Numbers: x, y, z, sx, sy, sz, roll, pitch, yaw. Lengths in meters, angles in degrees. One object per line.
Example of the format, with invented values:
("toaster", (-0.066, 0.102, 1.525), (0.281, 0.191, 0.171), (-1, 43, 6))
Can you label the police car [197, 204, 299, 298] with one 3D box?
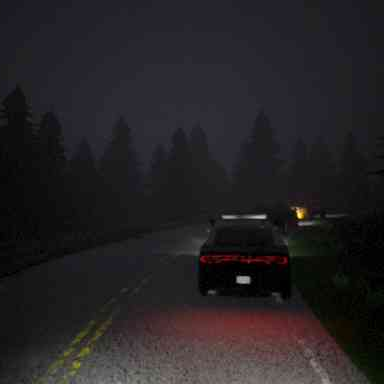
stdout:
("police car", (1.339, 1.333, 8.518), (1.930, 1.638, 5.238), (-1, 1, 9))

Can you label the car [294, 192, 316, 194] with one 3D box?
("car", (10.128, 1.031, 30.288), (5.566, 2.045, 2.150), (1, -4, -36))

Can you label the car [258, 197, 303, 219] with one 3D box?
("car", (4.211, 1.254, 17.137), (1.837, 1.490, 4.892), (-2, 0, 27))

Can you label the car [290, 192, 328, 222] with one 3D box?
("car", (7.311, 1.070, 21.943), (1.801, 1.575, 5.366), (-4, -1, 38))
